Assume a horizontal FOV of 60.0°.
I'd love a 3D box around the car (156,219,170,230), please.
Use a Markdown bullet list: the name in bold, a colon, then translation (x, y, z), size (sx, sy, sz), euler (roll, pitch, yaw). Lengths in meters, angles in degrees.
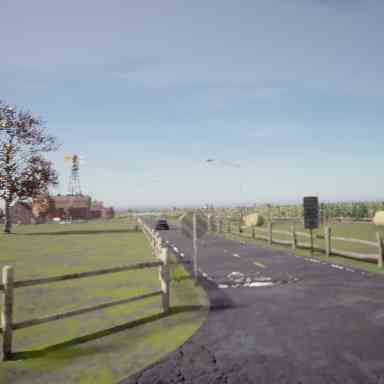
- **car**: translation (-4.436, 4.917, 50.189), size (1.837, 1.490, 4.892), euler (-1, -4, -10)
